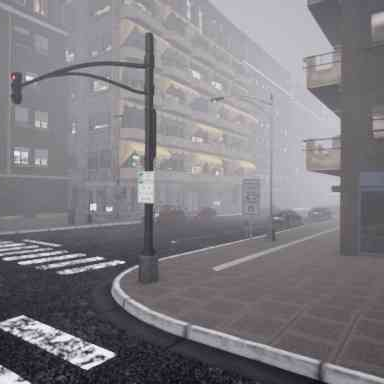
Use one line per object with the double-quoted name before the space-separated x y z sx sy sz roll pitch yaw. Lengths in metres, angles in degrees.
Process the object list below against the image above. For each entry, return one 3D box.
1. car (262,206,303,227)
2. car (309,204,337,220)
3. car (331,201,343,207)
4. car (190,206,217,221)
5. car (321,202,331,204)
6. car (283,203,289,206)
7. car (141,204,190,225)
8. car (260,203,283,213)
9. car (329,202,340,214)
"car" 7.722 2.092 27.421 1.947 1.339 4.313 -1 -2 35
"car" 14.192 2.293 36.745 1.947 1.339 4.313 -1 -1 35
"car" 36.451 3.016 83.464 1.967 1.590 4.097 -1 -1 35
"car" 0.892 2.058 32.162 1.802 1.307 4.206 -1 -1 35
"car" 19.529 2.542 48.900 1.895 1.301 4.718 0 -1 35
"car" 13.735 2.399 50.671 1.752 1.417 4.829 -1 -1 35
"car" -2.343 1.816 27.503 1.967 1.590 4.097 -1 -1 35
"car" 10.597 2.321 46.148 1.887 1.381 4.507 -1 -1 35
"car" 20.759 2.455 46.210 1.752 1.417 4.829 -1 -1 35
